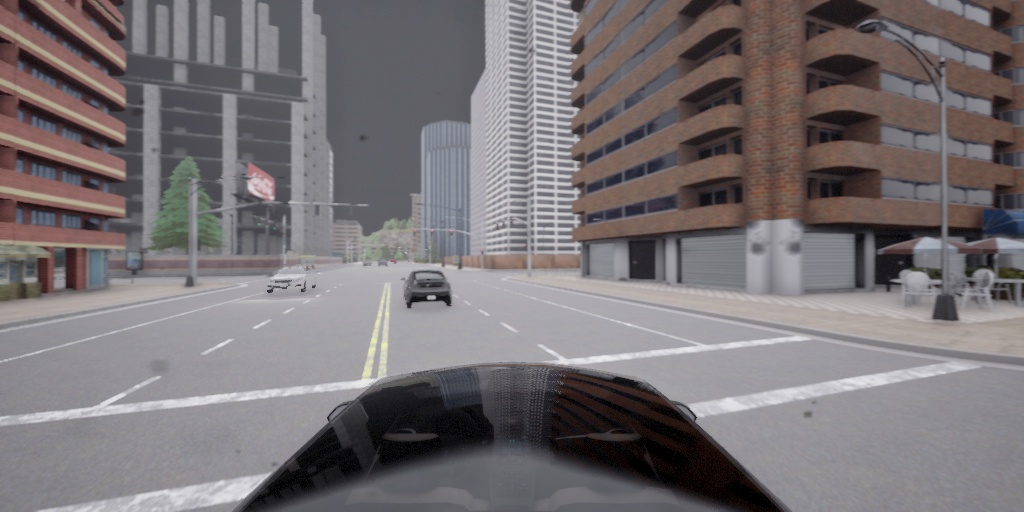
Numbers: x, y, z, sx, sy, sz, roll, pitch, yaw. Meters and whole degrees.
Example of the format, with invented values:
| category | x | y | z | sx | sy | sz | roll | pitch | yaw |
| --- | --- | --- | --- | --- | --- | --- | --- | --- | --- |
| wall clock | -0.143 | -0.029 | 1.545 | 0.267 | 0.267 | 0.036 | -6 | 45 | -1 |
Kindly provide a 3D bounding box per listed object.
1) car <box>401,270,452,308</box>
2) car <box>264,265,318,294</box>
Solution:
| category | x | y | z | sx | sy | sz | roll | pitch | yaw |
| --- | --- | --- | --- | --- | --- | --- | --- | --- | --- |
| car | -3.906 | 1.380 | 16.287 | 1.837 | 1.490 | 4.892 | 0 | 0 | -18 |
| car | -13.013 | 1.297 | 21.426 | 1.812 | 1.442 | 4.674 | 0 | 0 | -19 |
